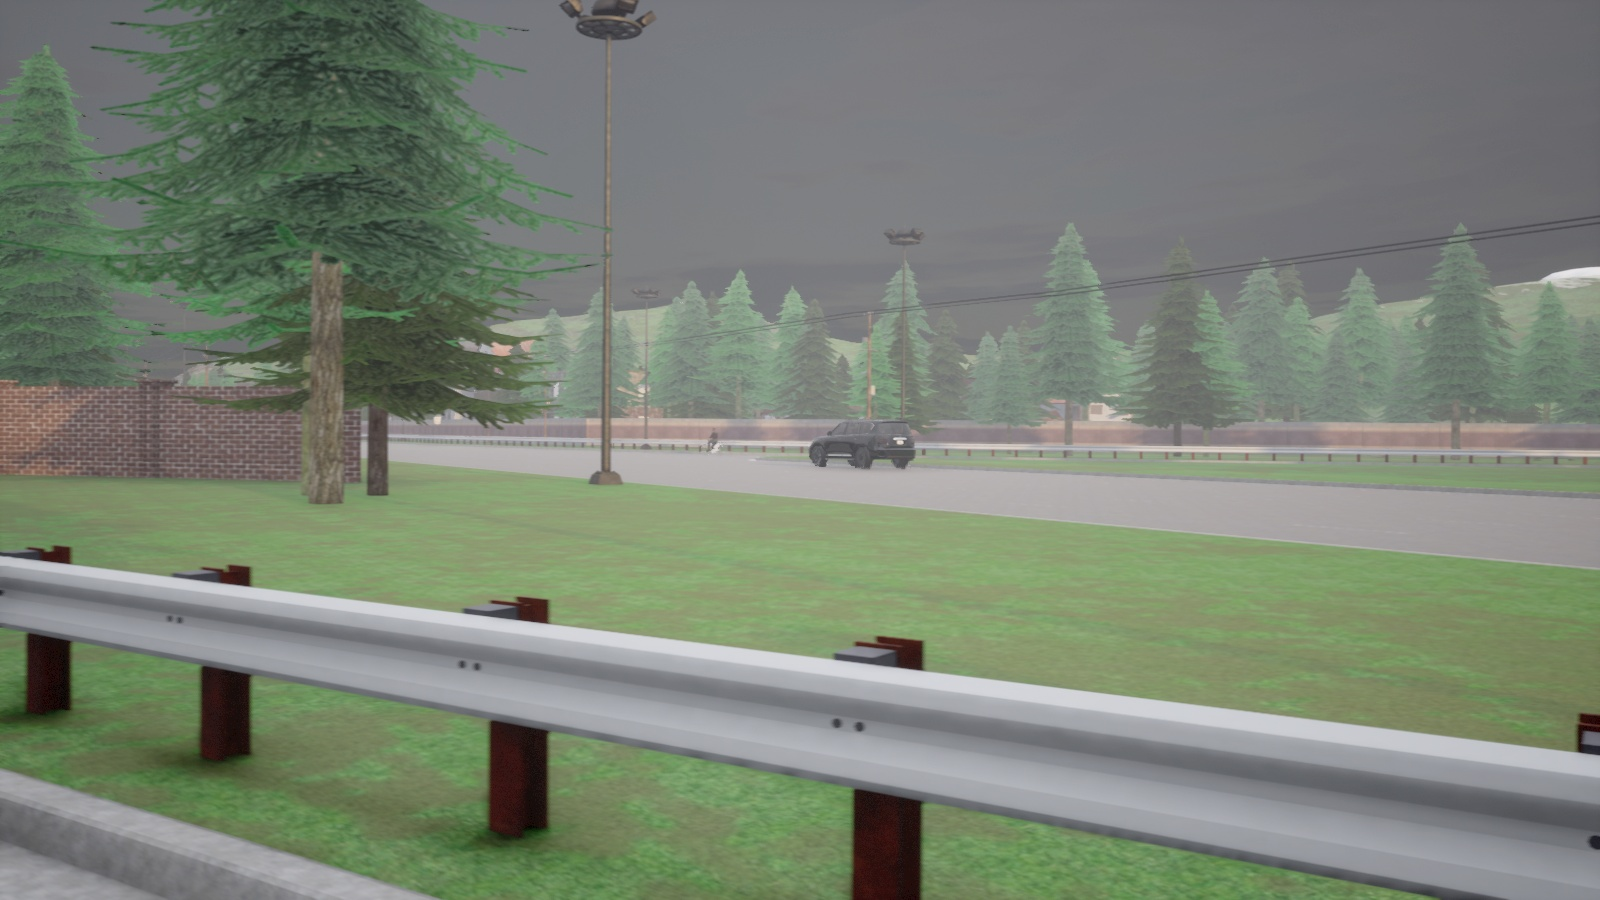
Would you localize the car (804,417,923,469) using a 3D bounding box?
[{"bbox_3d":[2.589,-0.306,52.895,2.150,2.045,5.566,-1,1,-33],"label":"car"}]
